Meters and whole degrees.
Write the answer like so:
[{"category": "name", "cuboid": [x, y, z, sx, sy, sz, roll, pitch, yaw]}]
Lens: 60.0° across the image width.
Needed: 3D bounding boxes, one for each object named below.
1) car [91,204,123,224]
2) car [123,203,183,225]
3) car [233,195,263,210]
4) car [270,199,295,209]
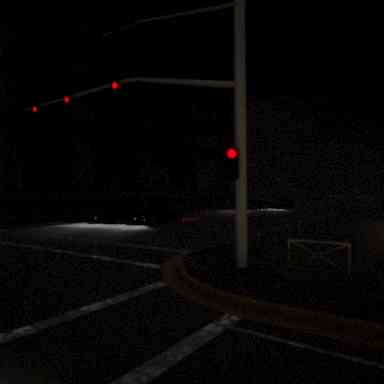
[{"category": "car", "cuboid": [-5.876, 1.677, 26.761, 1.812, 1.442, 4.674, -1, 0, 35]}, {"category": "car", "cuboid": [-2.606, 1.619, 25.355, 1.837, 1.490, 4.892, -1, 0, 36]}, {"category": "car", "cuboid": [7.829, 1.374, 45.938, 2.150, 2.045, 5.566, -1, -1, 36]}, {"category": "car", "cuboid": [12.823, 1.663, 46.857, 2.033, 1.411, 5.357, -1, 0, 36]}]
